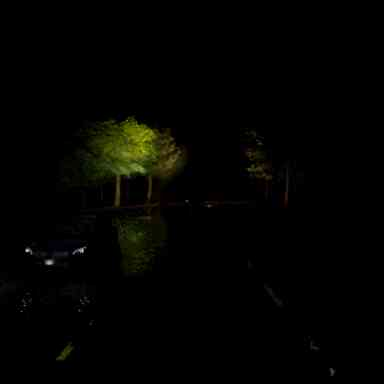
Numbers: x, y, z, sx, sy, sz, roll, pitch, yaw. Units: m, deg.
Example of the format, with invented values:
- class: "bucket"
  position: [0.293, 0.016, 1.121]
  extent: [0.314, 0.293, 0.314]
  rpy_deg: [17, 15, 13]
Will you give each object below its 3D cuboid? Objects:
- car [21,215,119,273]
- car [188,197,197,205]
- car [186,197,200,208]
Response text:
- class: "car"
  position: [-3.586, 1.499, 10.688]
  extent: [1.812, 1.442, 4.674]
  rpy_deg: [0, 0, 0]
- class: "car"
  position: [0.102, 1.772, 68.043]
  extent: [1.882, 1.535, 5.008]
  rpy_deg: [0, -1, 0]
- class: "car"
  position: [0.101, 1.632, 49.770]
  extent: [1.837, 1.490, 4.892]
  rpy_deg: [0, 0, 0]
